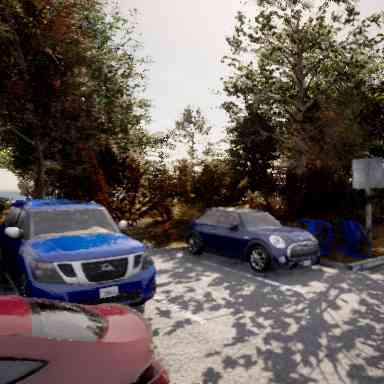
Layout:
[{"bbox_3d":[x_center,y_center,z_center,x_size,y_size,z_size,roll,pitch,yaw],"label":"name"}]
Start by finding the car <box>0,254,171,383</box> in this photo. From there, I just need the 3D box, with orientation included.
[{"bbox_3d":[-2.339,1.528,2.016,4.674,1.442,1.812,0,0,-35],"label":"car"}]

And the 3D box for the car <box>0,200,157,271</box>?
[{"bbox_3d":[-2.906,1.225,7.483,2.435,2.045,5.566,0,0,-36],"label":"car"}]

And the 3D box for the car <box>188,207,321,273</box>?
[{"bbox_3d":[1.821,1.327,10.811,2.185,1.767,4.553,1,0,-36],"label":"car"}]
